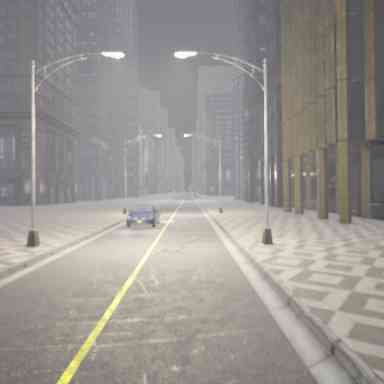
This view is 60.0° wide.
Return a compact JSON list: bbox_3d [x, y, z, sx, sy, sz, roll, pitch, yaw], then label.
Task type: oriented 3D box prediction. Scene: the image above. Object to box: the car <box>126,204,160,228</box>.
[{"bbox_3d":[-3.214,1.537,22.514,1.812,1.442,4.674,0,0,-1],"label":"car"}]
